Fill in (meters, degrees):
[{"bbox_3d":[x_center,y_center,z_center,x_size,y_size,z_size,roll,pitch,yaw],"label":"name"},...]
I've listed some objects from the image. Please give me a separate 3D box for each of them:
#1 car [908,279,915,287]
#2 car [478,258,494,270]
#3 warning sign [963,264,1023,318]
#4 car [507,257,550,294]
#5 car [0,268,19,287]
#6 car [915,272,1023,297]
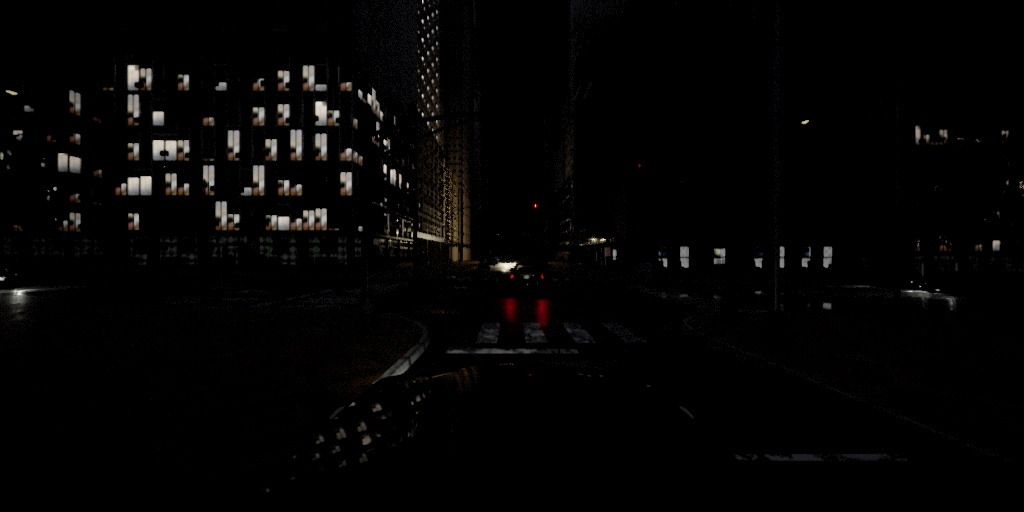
[{"bbox_3d":[32.521,1.890,26.305,5.357,1.411,2.033,1,0,-3],"label":"car"},{"bbox_3d":[-4.039,1.311,52.171,1.802,1.307,4.207,0,0,0],"label":"car"},{"bbox_3d":[17.272,1.197,12.882,1.060,1.860,1.300,0,0,-3],"label":"warning sign"},{"bbox_3d":[0.936,1.117,20.609,2.097,1.767,4.553,0,0,4],"label":"car"},{"bbox_3d":[-26.517,0.783,16.850,4.892,1.490,1.837,1,0,-3],"label":"car"},{"bbox_3d":[29.285,1.889,22.901,4.718,1.301,1.895,1,0,-3],"label":"car"}]
